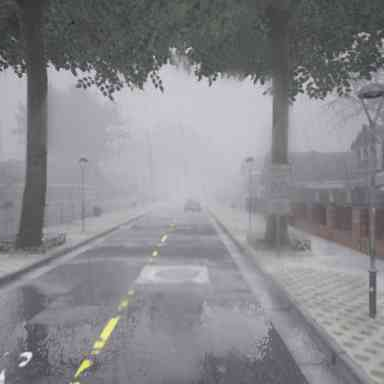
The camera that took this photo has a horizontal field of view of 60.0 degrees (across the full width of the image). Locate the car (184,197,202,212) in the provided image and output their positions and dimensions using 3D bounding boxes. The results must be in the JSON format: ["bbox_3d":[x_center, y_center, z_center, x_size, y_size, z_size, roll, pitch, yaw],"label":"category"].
[{"bbox_3d":[0.080,1.588,38.434,1.994,1.385,4.181,0,0,0],"label":"car"}]
